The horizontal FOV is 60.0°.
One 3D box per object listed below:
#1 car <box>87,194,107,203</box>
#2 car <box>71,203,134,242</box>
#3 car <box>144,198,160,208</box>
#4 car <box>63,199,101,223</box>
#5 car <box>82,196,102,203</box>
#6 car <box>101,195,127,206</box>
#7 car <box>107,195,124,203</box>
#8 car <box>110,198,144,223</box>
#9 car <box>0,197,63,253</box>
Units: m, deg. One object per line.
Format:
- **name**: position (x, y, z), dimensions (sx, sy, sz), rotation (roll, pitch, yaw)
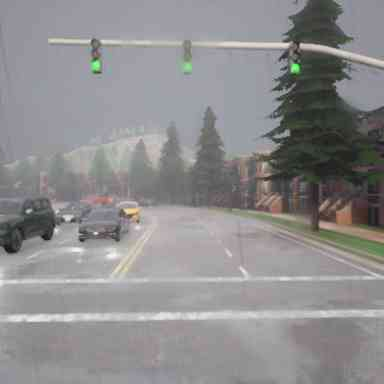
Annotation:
- **car**: position (-16.464, 1.279, 55.830), dimensions (5.566, 2.045, 2.150), rotation (0, 0, 41)
- **car**: position (-4.236, 1.522, 16.632), dimensions (1.837, 1.490, 4.892), rotation (0, 0, -3)
- **car**: position (-6.874, 1.591, 50.331), dimensions (2.033, 1.411, 5.357), rotation (0, 0, -37)
- **car**: position (-8.256, 1.518, 23.899), dimensions (2.128, 1.511, 4.902), rotation (0, 0, -6)
- **car**: position (-11.953, 1.566, 37.894), dimensions (1.812, 1.442, 4.674), rotation (0, 0, -26)
- **car**: position (-13.698, 1.408, 58.052), dimensions (4.553, 1.767, 2.097), rotation (0, 0, 41)
- **car**: position (-7.727, 1.391, 36.815), dimensions (2.097, 1.767, 4.553), rotation (0, -1, -23)
- **car**: position (-4.976, 1.502, 25.996), dimensions (1.882, 1.535, 5.008), rotation (0, 0, -7)
- **car**: position (-7.593, 1.240, 14.005), dimensions (2.150, 2.045, 5.566), rotation (0, 0, -3)
